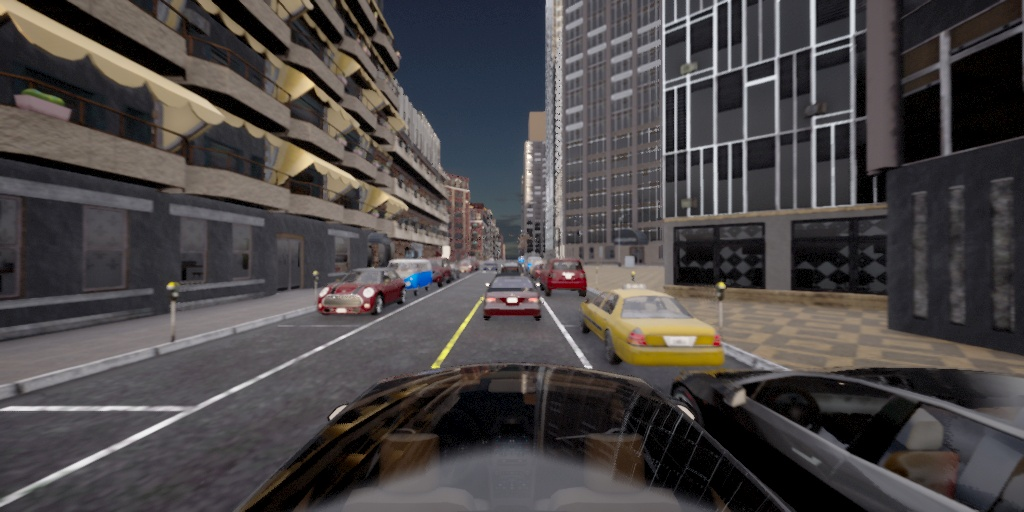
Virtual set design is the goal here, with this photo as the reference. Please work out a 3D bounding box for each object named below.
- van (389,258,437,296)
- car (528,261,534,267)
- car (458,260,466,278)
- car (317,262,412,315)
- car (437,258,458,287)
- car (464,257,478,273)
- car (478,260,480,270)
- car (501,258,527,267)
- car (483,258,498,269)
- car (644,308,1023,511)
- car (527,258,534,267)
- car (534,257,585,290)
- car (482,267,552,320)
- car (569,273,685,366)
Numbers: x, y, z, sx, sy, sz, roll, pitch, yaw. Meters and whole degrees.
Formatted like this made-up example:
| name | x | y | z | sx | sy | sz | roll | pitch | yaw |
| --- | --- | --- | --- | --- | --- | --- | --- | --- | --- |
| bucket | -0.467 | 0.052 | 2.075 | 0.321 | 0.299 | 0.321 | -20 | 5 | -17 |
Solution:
| name | x | y | z | sx | sy | sz | roll | pitch | yaw |
| --- | --- | --- | --- | --- | --- | --- | --- | --- | --- |
| van | -5.318 | 1.061 | 18.697 | 1.690 | 1.789 | 3.998 | 0 | 0 | 0 |
| car | 2.560 | 1.286 | 29.778 | 1.802 | 1.307 | 4.207 | 0 | 0 | 0 |
| car | -5.320 | 1.254 | 29.770 | 2.007 | 1.370 | 4.403 | 0 | 0 | 0 |
| car | -5.317 | 1.169 | 13.161 | 1.967 | 1.591 | 4.097 | 0 | 0 | 0 |
| car | -5.319 | 1.026 | 24.233 | 2.192 | 1.841 | 5.009 | 0 | 0 | 0 |
| car | -5.323 | 1.133 | 40.841 | 1.967 | 1.591 | 4.097 | 0 | 0 | 0 |
| car | -5.324 | 1.004 | 46.376 | 2.192 | 1.841 | 5.009 | 0 | 0 | 0 |
| car | 0.048 | 1.180 | 30.862 | 1.882 | 1.535 | 5.008 | 0 | 0 | 0 |
| car | -2.781 | 1.237 | 47.650 | 2.033 | 1.411 | 5.357 | 0 | 0 | 0 |
| car | 2.565 | 1.315 | 2.098 | 1.948 | 1.339 | 4.313 | 0 | 0 | 0 |
| car | 2.559 | 1.223 | 35.484 | 1.751 | 1.417 | 4.829 | 0 | 0 | 0 |
| car | 2.562 | 1.035 | 18.706 | 2.192 | 1.841 | 5.009 | 0 | 0 | 0 |
| car | 0.023 | 1.278 | 12.500 | 2.033 | 1.411 | 5.357 | 0 | 0 | 0 |
| car | 2.564 | 1.264 | 7.805 | 1.751 | 1.417 | 4.829 | 0 | 0 | 0 |
